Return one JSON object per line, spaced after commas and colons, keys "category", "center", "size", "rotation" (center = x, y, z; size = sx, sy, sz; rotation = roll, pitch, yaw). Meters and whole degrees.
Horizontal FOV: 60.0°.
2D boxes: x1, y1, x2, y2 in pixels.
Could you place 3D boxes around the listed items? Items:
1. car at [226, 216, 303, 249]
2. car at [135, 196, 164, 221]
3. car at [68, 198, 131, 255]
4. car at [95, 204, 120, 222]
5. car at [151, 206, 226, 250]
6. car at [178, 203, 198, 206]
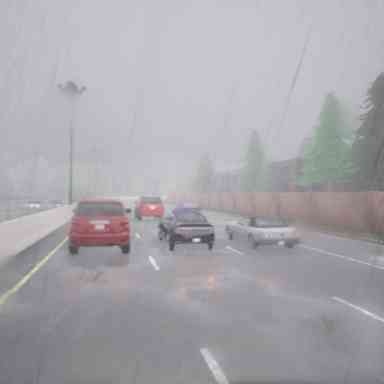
{"category": "car", "center": [3.066, 1.755, 15.476], "size": [1.895, 1.301, 4.718], "rotation": [1, 0, -13]}
{"category": "car", "center": [-3.767, 1.386, 29.185], "size": [2.150, 2.045, 5.566], "rotation": [1, 0, -13]}
{"category": "car", "center": [-3.721, 1.272, 13.783], "size": [2.150, 2.045, 5.566], "rotation": [1, 0, -13]}
{"category": "car", "center": [-7.197, 1.721, 28.463], "size": [1.895, 1.301, 4.718], "rotation": [1, 0, -13]}
{"category": "car", "center": [-0.380, 1.599, 14.858], "size": [2.128, 1.511, 4.902], "rotation": [1, 0, -13]}
{"category": "car", "center": [-0.467, 1.698, 30.445], "size": [1.882, 1.535, 5.008], "rotation": [1, 0, -13]}
